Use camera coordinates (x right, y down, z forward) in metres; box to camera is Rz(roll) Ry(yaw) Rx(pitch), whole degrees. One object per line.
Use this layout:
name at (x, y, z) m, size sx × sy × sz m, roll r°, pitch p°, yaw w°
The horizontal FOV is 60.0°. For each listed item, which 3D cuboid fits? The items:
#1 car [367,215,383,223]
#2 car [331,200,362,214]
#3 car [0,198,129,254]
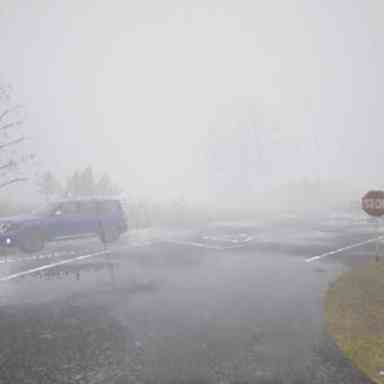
car at (14.896, 1.270, 24.714) m, size 2.150 × 2.045 × 5.566 m, roll 0°, pitch 0°, yaw 45°
car at (17.606, 1.612, 37.408) m, size 2.033 × 1.411 × 5.357 m, roll 0°, pitch 0°, yaw 45°
car at (-5.372, 1.302, 14.237) m, size 2.150 × 2.045 × 5.566 m, roll 0°, pitch 0°, yaw 45°
